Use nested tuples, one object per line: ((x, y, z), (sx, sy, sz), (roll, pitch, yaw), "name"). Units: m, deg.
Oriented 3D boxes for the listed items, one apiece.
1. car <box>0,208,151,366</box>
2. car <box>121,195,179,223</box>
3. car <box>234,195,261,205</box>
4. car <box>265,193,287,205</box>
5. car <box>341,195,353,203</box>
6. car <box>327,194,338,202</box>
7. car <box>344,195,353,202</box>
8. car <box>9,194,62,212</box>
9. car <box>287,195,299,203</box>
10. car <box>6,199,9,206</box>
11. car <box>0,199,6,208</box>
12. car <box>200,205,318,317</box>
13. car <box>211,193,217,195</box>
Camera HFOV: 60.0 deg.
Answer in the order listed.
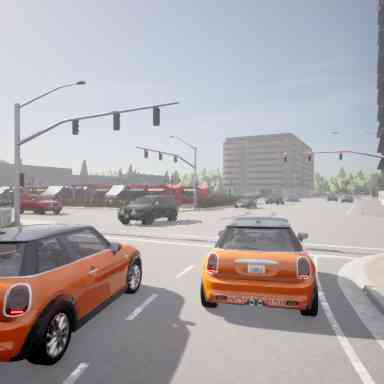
((-2.494, 1.352, 6.118), (2.097, 1.767, 4.553), (0, 0, 10), "car")
((-3.036, 1.263, 24.413), (2.150, 2.045, 5.566), (0, 0, 27), "car")
((7.102, 1.491, 43.909), (2.128, 1.511, 4.902), (0, 0, 28), "car")
((14.314, 1.219, 57.742), (2.150, 2.045, 5.566), (0, 0, 27), "car")
((32.097, 1.595, 68.987), (1.895, 1.301, 4.718), (0, 0, 27), "car")
((33.550, 1.355, 79.364), (2.097, 1.767, 4.553), (0, 0, 27), "car")
((36.687, 1.500, 77.809), (1.837, 1.490, 4.892), (0, 0, 27), "car")
((-16.132, 1.277, 34.793), (5.566, 2.045, 2.150), (0, 0, 28), "car")
((21.496, 1.354, 71.361), (2.097, 1.767, 4.553), (0, 0, 27), "car")
((-28.509, 1.656, 49.493), (4.718, 1.301, 1.895), (0, 0, 28), "car")
((-25.282, 1.277, 39.643), (5.566, 2.045, 2.150), (0, 0, 28), "car")
((1.622, 1.352, 7.828), (2.097, 1.767, 4.553), (0, 0, 14), "car")
((5.058, 1.208, 86.961), (4.605, 1.855, 1.932), (0, 0, 28), "car")
